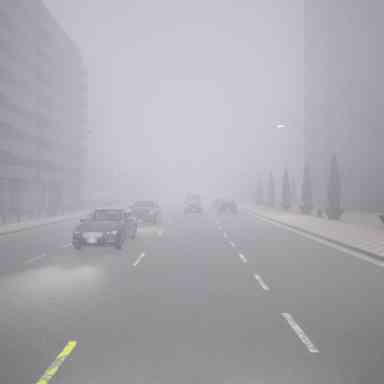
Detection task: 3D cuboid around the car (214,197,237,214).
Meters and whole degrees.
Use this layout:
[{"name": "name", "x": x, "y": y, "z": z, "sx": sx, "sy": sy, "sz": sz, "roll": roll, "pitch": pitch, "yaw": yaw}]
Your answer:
[{"name": "car", "x": 3.659, "y": 1.505, "z": 35.317, "sx": 1.837, "sy": 1.490, "sz": 4.892, "roll": 0, "pitch": 0, "yaw": 1}]

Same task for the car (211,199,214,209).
[{"name": "car", "x": 3.663, "y": 1.505, "z": 45.585, "sx": 1.837, "sy": 1.490, "sz": 4.892, "roll": 0, "pitch": 0, "yaw": 1}]

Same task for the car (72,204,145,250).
[{"name": "car", "x": -3.599, "y": 1.492, "z": 14.446, "sx": 2.128, "sy": 1.511, "sz": 4.902, "roll": 0, "pitch": 0, "yaw": 0}]

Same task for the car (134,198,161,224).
[{"name": "car", "x": -3.460, "y": 1.352, "z": 24.362, "sx": 2.097, "sy": 1.767, "sz": 4.553, "roll": 0, "pitch": 0, "yaw": 0}]

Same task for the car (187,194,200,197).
[{"name": "car", "x": 0.221, "y": 1.221, "z": 43.996, "sx": 2.150, "sy": 2.045, "sz": 5.566, "roll": 0, "pitch": 0, "yaw": 1}]

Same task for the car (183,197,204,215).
[{"name": "car", "x": 0.190, "y": 1.526, "z": 33.726, "sx": 1.812, "sy": 1.442, "sz": 4.674, "roll": 0, "pitch": 0, "yaw": 0}]
